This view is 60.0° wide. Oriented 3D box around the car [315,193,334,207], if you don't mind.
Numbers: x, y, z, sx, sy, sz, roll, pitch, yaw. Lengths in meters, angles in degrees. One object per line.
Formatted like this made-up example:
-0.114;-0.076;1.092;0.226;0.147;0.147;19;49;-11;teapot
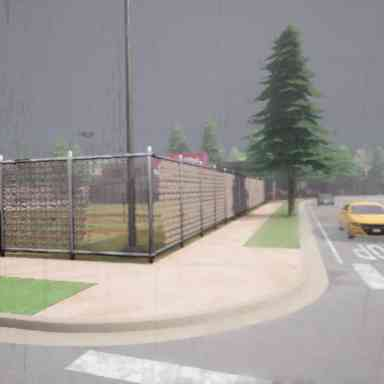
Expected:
15.764;0.894;39.493;2.128;1.511;4.902;-1;0;19;car

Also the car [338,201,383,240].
7.962;1.209;15.367;1.882;1.535;5.008;-1;0;18;car
